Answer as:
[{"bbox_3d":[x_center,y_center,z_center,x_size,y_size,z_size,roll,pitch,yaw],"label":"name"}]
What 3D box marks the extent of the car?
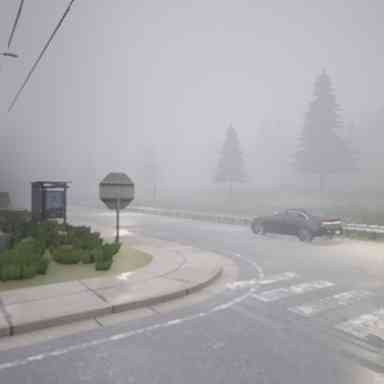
[{"bbox_3d":[5.114,1.584,16.809,2.128,1.511,4.902,0,0,-34],"label":"car"}]
